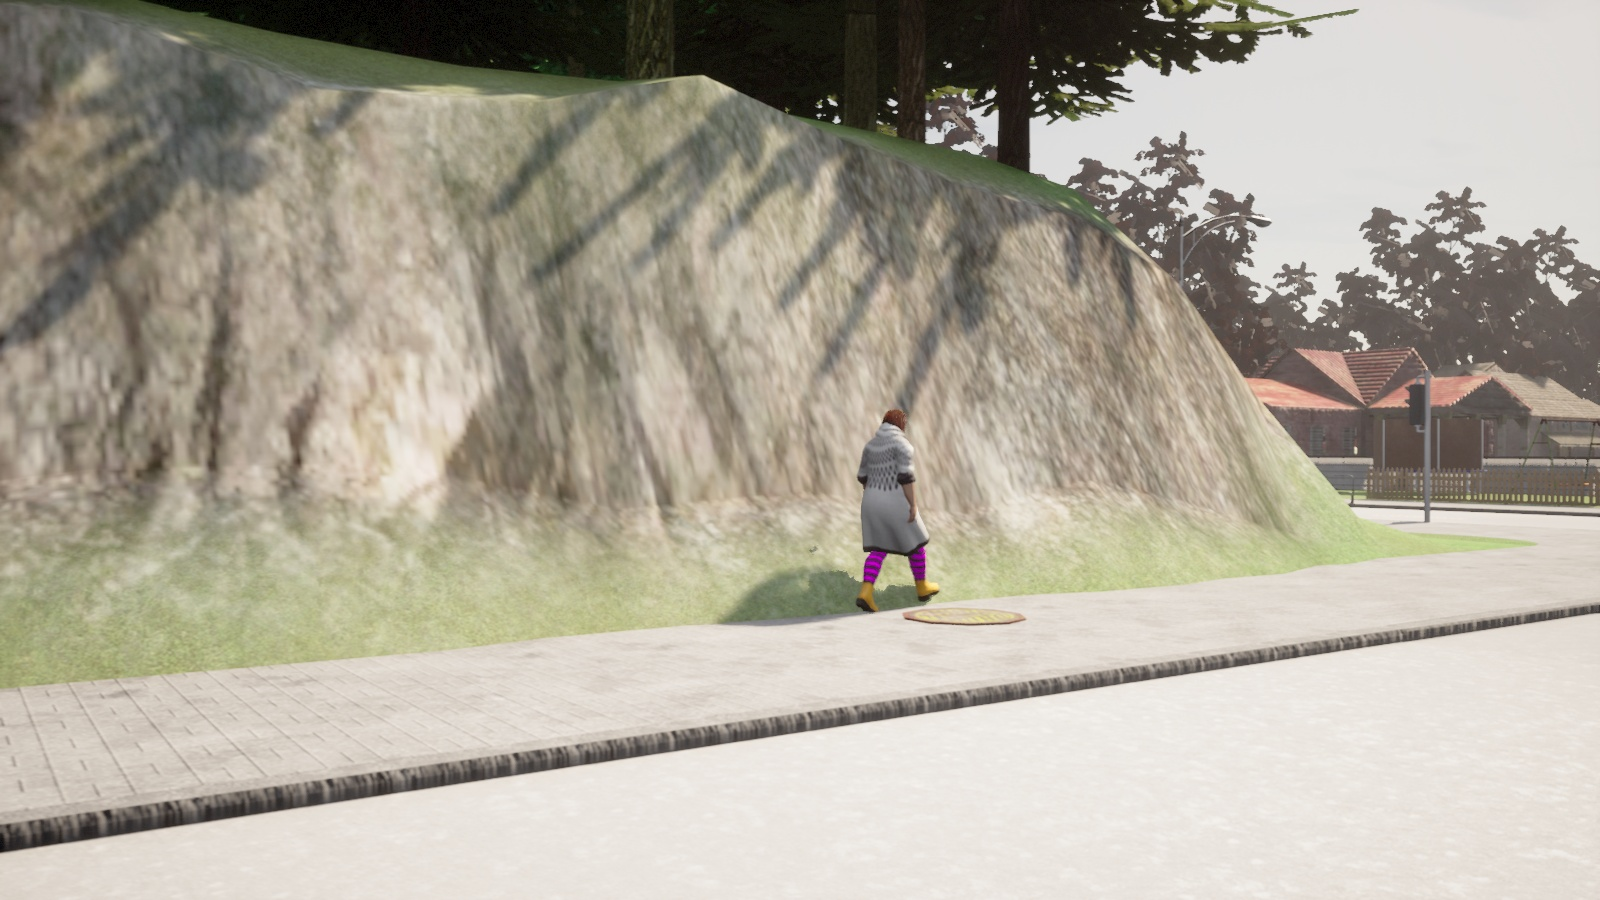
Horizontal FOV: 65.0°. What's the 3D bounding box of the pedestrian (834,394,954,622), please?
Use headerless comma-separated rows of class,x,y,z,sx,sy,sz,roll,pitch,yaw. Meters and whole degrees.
pedestrian,0.849,0.496,11.300,0.873,1.952,0.659,0,0,-44
